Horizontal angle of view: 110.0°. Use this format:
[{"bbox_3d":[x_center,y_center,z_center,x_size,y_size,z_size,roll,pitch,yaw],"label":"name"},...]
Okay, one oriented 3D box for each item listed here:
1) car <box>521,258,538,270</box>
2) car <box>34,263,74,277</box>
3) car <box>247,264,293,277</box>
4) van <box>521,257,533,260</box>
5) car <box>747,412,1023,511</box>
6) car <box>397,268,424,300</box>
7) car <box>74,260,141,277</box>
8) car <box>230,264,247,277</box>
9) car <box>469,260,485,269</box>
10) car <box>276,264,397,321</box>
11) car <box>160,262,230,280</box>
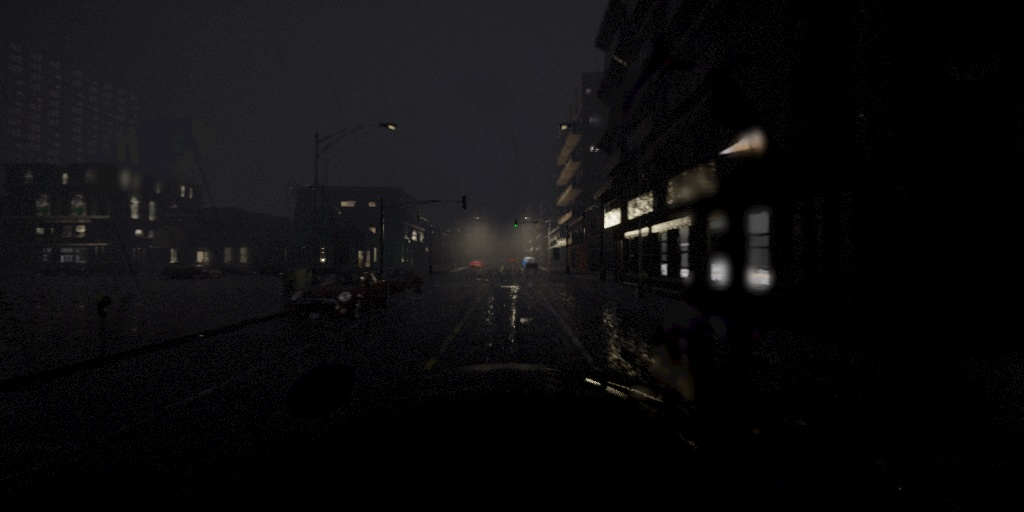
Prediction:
[{"bbox_3d":[2.698,1.288,50.425,2.007,1.370,4.403,0,0,0],"label":"car"},{"bbox_3d":[-48.455,1.467,38.534,4.097,1.591,1.967,0,0,1],"label":"car"},{"bbox_3d":[-25.191,1.486,38.291,4.313,1.339,1.948,0,0,1],"label":"car"},{"bbox_3d":[2.698,1.073,56.004,1.690,1.789,3.998,0,0,0],"label":"van"},{"bbox_3d":[2.691,1.316,1.000,1.948,1.339,4.313,0,0,0],"label":"car"},{"bbox_3d":[-5.654,1.297,17.906,1.888,1.381,4.507,0,0,0],"label":"car"},{"bbox_3d":[-42.904,1.317,38.490,5.009,1.841,2.192,0,0,1],"label":"car"},{"bbox_3d":[-30.671,1.527,38.366,4.207,1.307,1.802,0,0,1],"label":"car"},{"bbox_3d":[-5.682,1.314,55.970,1.802,1.307,4.207,0,0,0],"label":"car"},{"bbox_3d":[-5.655,1.191,12.260,1.967,1.591,4.097,0,0,0],"label":"car"},{"bbox_3d":[-26.369,1.240,29.668,4.097,1.591,1.967,0,0,1],"label":"car"}]
